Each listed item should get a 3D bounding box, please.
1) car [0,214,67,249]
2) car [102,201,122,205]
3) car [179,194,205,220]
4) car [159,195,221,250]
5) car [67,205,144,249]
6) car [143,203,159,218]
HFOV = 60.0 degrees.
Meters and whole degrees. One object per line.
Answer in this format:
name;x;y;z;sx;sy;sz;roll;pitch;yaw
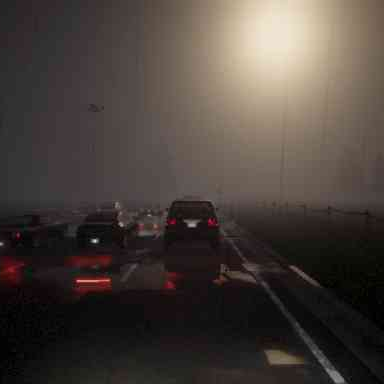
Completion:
car;-7.000;1.613;14.433;1.895;1.301;4.718;0;0;0
car;-7.000;1.530;29.403;1.812;1.442;4.674;0;0;0
car;0.000;1.255;29.433;2.150;2.045;5.566;0;0;0
car;0.000;1.255;14.433;2.150;2.045;5.566;0;0;0
car;-3.500;1.513;14.403;1.837;1.490;4.892;0;0;0
car;-3.500;1.614;29.433;1.895;1.301;4.718;0;0;0
